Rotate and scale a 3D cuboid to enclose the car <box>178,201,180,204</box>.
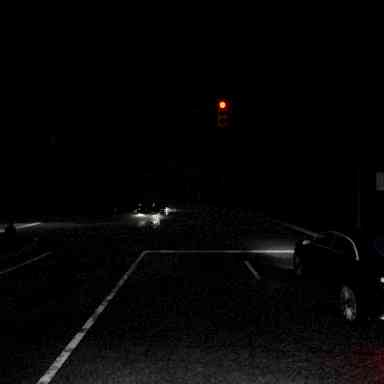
[{"bbox_3d":[-4.732,2.434,83.504,1.895,1.301,4.718,0,-1,-22],"label":"car"}]

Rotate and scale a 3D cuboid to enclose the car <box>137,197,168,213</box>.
[{"bbox_3d":[-4.490,1.373,36.983,2.097,1.767,4.553,0,0,7],"label":"car"}]

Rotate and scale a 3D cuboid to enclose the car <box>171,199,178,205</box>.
[{"bbox_3d":[-5.182,2.208,74.163,1.994,1.385,4.181,0,-1,-19],"label":"car"}]

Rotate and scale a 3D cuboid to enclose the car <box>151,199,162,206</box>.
[{"bbox_3d":[-7.422,2.085,69.019,1.812,1.442,4.674,0,-1,-13],"label":"car"}]

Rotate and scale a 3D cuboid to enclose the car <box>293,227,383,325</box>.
[{"bbox_3d":[3.582,1.491,7.038,2.128,1.511,4.902,0,0,1],"label":"car"}]

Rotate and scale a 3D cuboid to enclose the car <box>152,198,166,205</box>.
[{"bbox_3d":[-8.359,2.338,83.112,1.882,1.535,5.008,0,-1,-25],"label":"car"}]

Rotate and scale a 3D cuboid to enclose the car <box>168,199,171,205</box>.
[{"bbox_3d":[-4.752,1.791,51.929,1.895,1.301,4.718,0,-1,-6],"label":"car"}]
